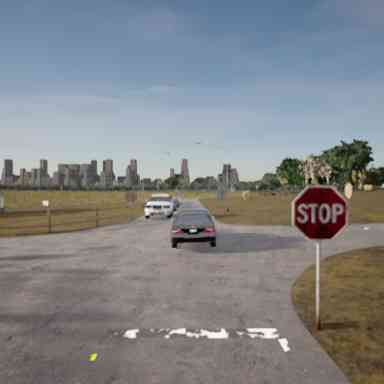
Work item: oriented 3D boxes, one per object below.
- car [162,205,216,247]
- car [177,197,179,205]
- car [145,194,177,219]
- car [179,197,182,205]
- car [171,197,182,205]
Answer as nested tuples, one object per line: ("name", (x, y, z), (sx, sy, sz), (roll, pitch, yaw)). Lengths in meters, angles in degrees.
("car", (0.048, 1.482, 14.742), (2.033, 1.411, 5.357), (-2, 0, 0))
("car", (-2.833, 1.539, 39.605), (1.812, 1.442, 4.674), (0, 0, 0))
("car", (-2.839, 1.228, 29.806), (2.150, 2.045, 5.566), (0, 0, 0))
("car", (-2.819, 1.579, 49.436), (2.033, 1.411, 5.357), (0, 0, 0))
("car", (-2.748, 1.587, 59.738), (1.812, 1.442, 4.674), (0, 0, 0))
